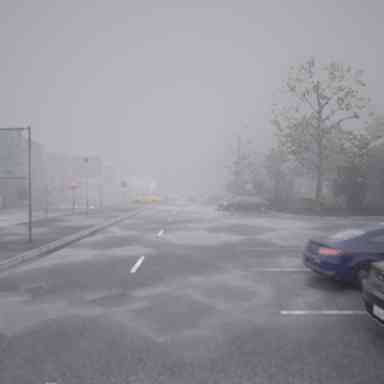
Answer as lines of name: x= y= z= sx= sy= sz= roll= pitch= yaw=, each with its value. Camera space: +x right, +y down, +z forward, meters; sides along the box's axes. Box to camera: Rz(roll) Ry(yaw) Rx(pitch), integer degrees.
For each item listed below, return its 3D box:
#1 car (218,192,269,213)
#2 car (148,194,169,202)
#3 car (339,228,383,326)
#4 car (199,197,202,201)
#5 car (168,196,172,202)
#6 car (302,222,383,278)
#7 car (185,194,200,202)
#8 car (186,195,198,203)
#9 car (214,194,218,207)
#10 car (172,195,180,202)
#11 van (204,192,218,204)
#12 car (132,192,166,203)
car: x=5.114 y=1.106 z=32.357 sx=4.553 sy=1.767 sz=2.185 roll=0 pitch=0 yaw=0
car: x=-7.549 y=1.376 z=74.960 sx=4.553 sy=1.767 sz=2.185 roll=0 pitch=-1 yaw=-1
car: x=5.079 y=1.444 z=4.747 sx=4.892 sy=1.521 sz=2.231 roll=0 pitch=0 yaw=0
car: x=4.761 y=1.090 z=67.497 sx=5.566 sy=2.045 sz=2.435 roll=0 pitch=-1 yaw=-1
car: x=-7.472 y=1.117 z=69.011 sx=5.566 sy=2.045 sz=2.435 roll=0 pitch=-1 yaw=-1
car: x=5.081 y=1.458 z=8.023 sx=4.674 sy=1.452 sz=2.002 roll=0 pitch=0 yaw=0
car: x=0.207 y=1.508 z=80.000 sx=2.097 sy=1.767 sz=4.553 roll=-1 pitch=-2 yaw=21
car: x=-0.293 y=1.434 z=65.872 sx=1.895 sy=1.301 sz=4.718 roll=0 pitch=-1 yaw=-1
car: x=5.041 y=1.249 z=35.529 sx=4.674 sy=1.452 sz=2.002 roll=0 pitch=0 yaw=0
car: x=-3.597 y=1.347 z=70.624 sx=1.837 sy=1.490 sz=4.892 roll=0 pitch=-1 yaw=-1
van: x=4.771 y=0.968 z=56.323 sx=4.442 sy=1.987 sz=1.878 roll=0 pitch=-1 yaw=-1
car: x=-7.571 y=1.192 z=56.860 sx=5.366 sy=1.575 sz=1.946 roll=0 pitch=-1 yaw=-1
